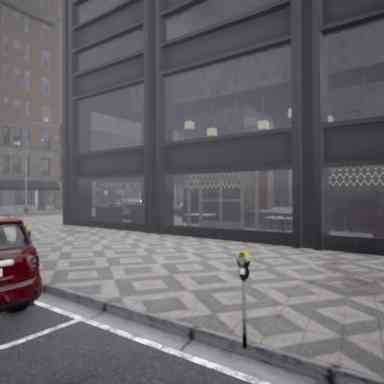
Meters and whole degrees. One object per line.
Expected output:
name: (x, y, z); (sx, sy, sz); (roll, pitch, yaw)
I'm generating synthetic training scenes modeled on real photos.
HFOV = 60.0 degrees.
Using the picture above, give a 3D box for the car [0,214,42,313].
car: (-4.898, 1.302, 6.347); (5.009, 1.841, 2.192); (0, 0, 35)
